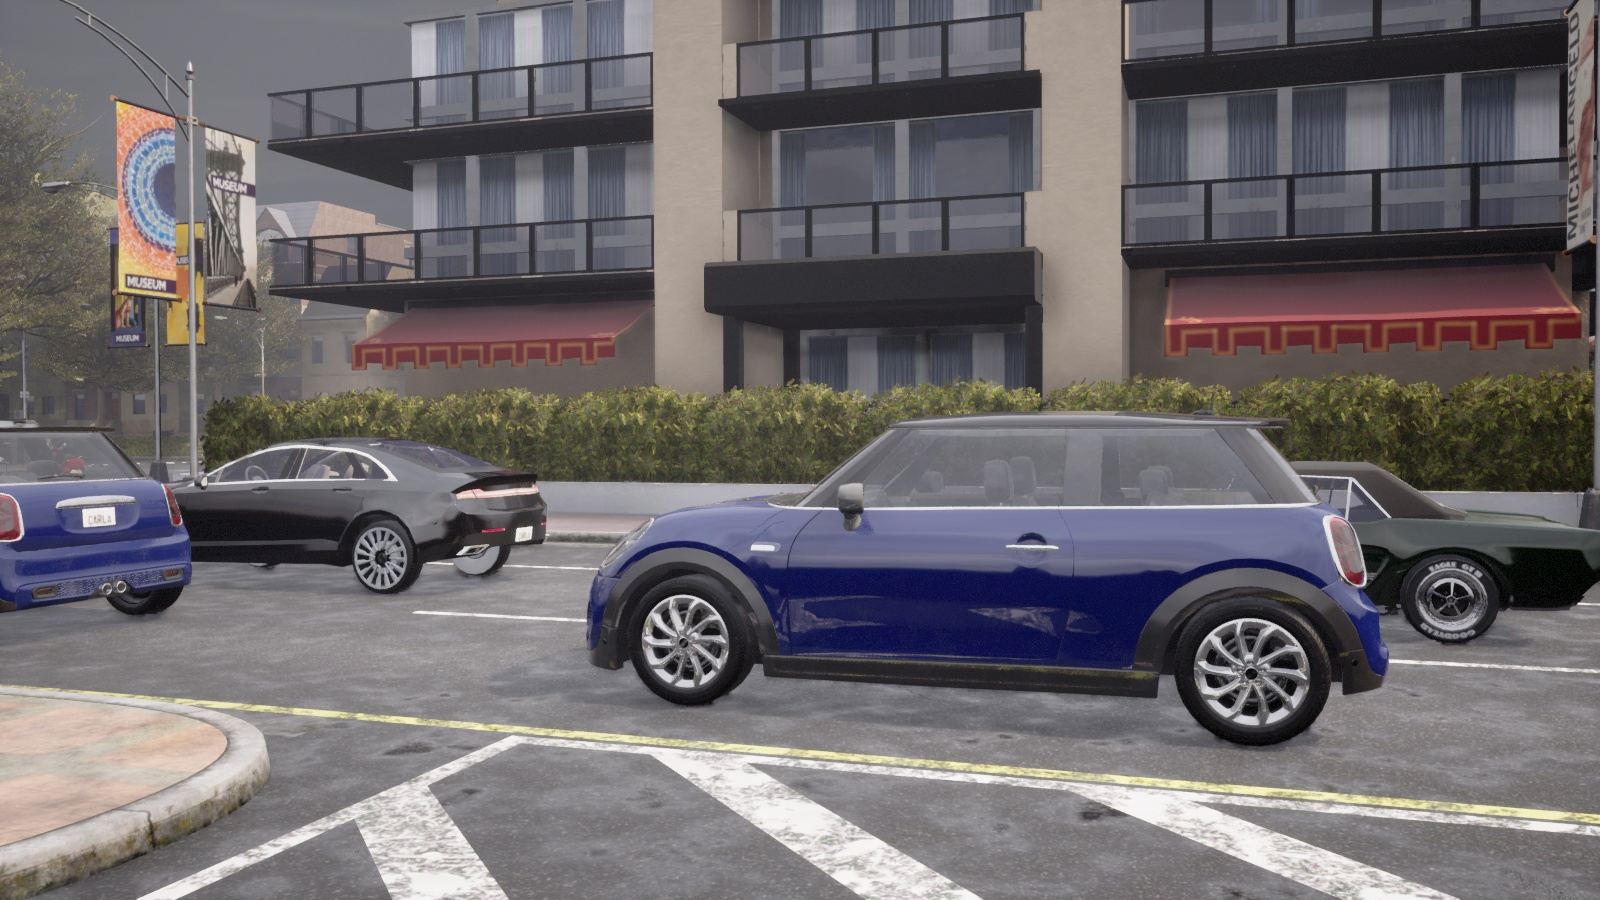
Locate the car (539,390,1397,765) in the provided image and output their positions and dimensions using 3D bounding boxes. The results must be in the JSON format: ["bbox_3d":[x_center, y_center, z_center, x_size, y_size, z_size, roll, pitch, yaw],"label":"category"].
[{"bbox_3d":[0.966,0.567,7.615,4.553,1.767,2.097,1,1,18],"label":"car"}]

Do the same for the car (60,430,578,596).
[{"bbox_3d":[-5.065,0.550,13.338,4.902,1.511,2.128,1,1,19],"label":"car"}]

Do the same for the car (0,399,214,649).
[{"bbox_3d":[-7.503,0.489,10.465,4.553,1.767,2.097,1,1,19],"label":"car"}]

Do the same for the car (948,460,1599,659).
[{"bbox_3d":[3.746,0.775,10.374,4.718,1.301,1.895,1,1,19],"label":"car"}]
